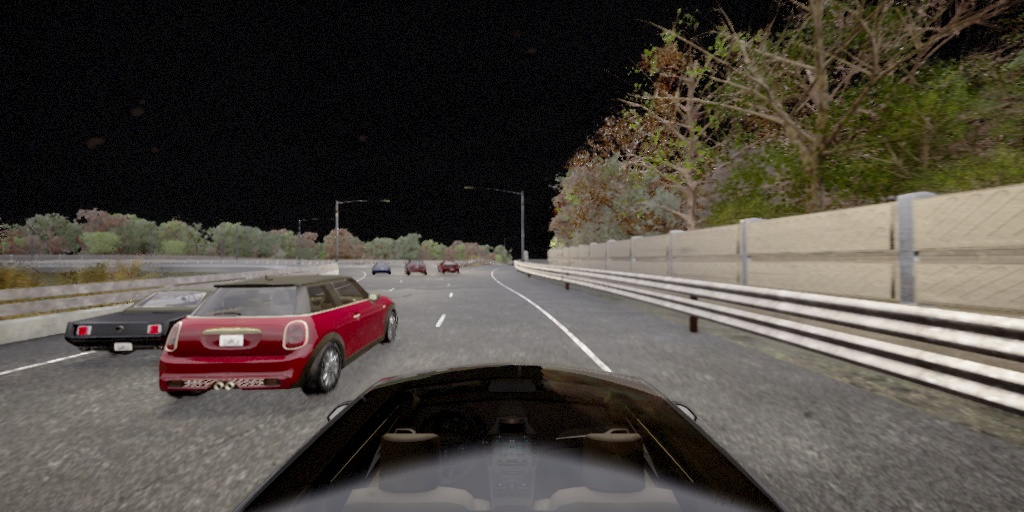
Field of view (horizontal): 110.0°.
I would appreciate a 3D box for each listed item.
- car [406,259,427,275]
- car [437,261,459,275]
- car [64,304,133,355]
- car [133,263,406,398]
[{"bbox_3d":[-10.991,1.169,40.593,2.097,1.767,4.553,0,0,-21],"label":"car"},{"bbox_3d":[-7.304,1.279,40.840,1.882,1.535,5.008,0,0,-20],"label":"car"},{"bbox_3d":[-7.300,1.387,8.816,1.895,1.301,4.718,0,0,-4],"label":"car"},{"bbox_3d":[-3.733,1.121,6.792,2.097,1.767,4.553,0,0,-2],"label":"car"}]
